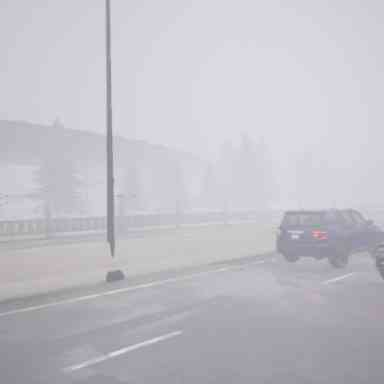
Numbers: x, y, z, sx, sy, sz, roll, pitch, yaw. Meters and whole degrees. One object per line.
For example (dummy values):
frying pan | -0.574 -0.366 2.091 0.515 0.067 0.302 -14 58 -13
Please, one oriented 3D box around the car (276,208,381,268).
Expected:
car | 5.620 1.663 13.227 5.566 2.045 2.150 1 -3 -40

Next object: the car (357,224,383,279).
car | 7.255 1.759 10.015 4.902 1.511 2.128 1 -3 -40
